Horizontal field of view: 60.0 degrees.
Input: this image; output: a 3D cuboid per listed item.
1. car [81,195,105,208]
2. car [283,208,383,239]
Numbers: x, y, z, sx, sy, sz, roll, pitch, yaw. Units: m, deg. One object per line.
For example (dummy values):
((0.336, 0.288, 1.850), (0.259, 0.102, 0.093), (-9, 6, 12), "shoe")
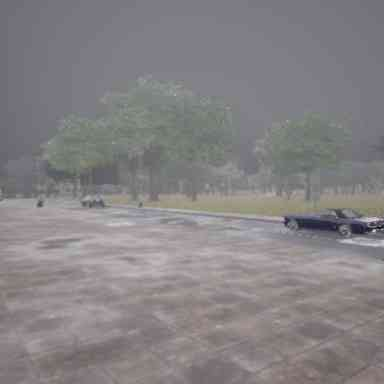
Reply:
((-13.785, 1.205, 45.937), (2.097, 1.767, 4.553), (-2, 1, -35), "car")
((6.972, 1.465, 16.887), (1.895, 1.301, 4.718), (-2, 1, -36), "car")
